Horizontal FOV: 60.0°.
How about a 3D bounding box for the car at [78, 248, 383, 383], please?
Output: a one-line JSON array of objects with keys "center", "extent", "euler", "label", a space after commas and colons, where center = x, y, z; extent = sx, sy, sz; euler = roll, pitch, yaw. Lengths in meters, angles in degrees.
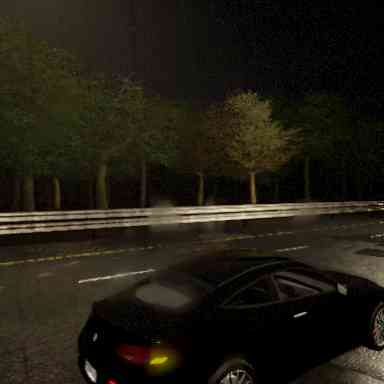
[{"center": [0.908, 1.526, 4.520], "extent": [4.674, 1.442, 1.812], "euler": [0, 0, -36], "label": "car"}]
